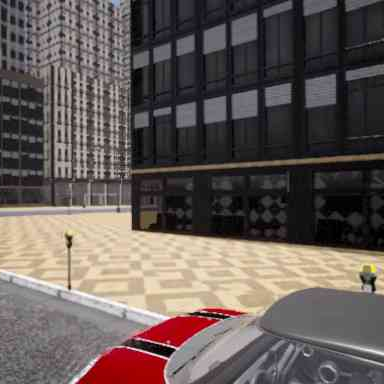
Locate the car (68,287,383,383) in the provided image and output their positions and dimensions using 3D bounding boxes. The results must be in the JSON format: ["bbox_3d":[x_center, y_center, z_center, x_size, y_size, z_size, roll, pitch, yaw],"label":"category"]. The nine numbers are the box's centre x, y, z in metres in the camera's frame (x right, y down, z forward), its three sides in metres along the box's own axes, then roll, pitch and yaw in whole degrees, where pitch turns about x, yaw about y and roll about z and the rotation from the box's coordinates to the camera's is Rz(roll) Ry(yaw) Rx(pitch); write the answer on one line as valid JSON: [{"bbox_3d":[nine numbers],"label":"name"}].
[{"bbox_3d":[0.904,1.439,2.239,4.097,1.590,1.967,0,0,36],"label":"car"}]
